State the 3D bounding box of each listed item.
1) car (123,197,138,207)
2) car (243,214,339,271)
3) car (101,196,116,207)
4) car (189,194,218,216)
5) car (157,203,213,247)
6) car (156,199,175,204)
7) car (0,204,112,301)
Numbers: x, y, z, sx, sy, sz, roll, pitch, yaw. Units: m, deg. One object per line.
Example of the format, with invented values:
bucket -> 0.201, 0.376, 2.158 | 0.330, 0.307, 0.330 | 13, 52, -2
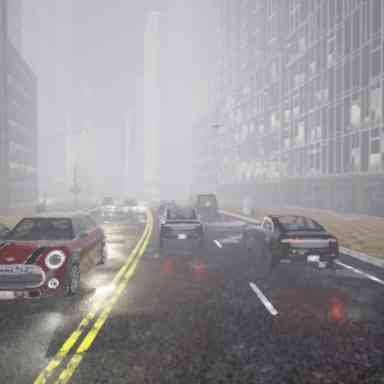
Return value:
car -> -9.320, 1.498, 50.202 | 1.994, 1.385, 4.181 | 0, 0, -13
car -> 2.972, 1.472, 10.909 | 2.128, 1.511, 4.902 | 0, 0, -3
car -> -12.890, 1.455, 51.201 | 1.837, 1.490, 4.892 | 0, 1, -13
car -> 1.000, 1.164, 31.433 | 2.150, 2.045, 5.566 | 0, 0, -8
car -> -0.536, 1.475, 15.006 | 2.128, 1.511, 4.902 | 0, 0, -4
car -> -2.470, 1.444, 32.593 | 2.128, 1.511, 4.902 | 0, 0, -8
car -> -3.623, 1.352, 8.522 | 2.097, 1.767, 4.553 | 0, 0, -3
